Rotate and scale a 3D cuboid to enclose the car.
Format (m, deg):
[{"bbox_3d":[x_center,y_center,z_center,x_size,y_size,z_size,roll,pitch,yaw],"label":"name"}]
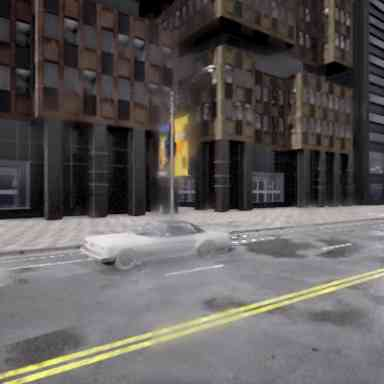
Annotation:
[{"bbox_3d":[-1.083,1.609,10.896,4.718,1.301,1.895,0,0,-36],"label":"car"}]
